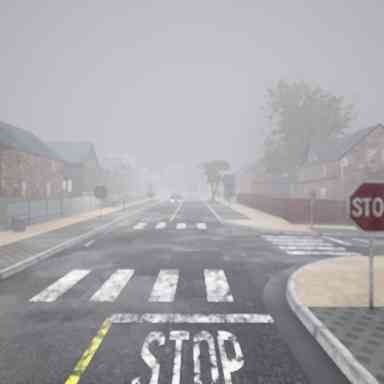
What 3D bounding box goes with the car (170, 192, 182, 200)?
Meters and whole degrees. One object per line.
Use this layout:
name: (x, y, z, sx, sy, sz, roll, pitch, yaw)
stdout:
car: (-2.881, 0.711, 61.506, 1.994, 1.385, 4.181, 0, 1, 0)
